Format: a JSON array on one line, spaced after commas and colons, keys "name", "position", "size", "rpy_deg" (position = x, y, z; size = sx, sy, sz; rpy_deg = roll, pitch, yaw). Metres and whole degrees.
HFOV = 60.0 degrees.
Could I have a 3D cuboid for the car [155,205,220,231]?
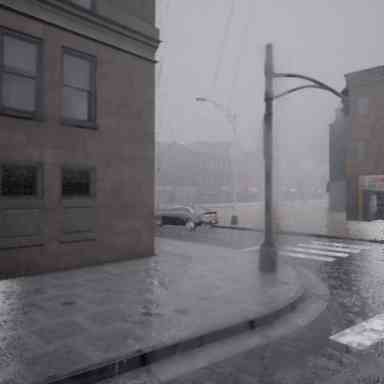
[{"name": "car", "position": [-0.489, 1.548, 20.993], "size": [4.902, 1.511, 2.128], "rpy_deg": [0, 0, 44]}]
